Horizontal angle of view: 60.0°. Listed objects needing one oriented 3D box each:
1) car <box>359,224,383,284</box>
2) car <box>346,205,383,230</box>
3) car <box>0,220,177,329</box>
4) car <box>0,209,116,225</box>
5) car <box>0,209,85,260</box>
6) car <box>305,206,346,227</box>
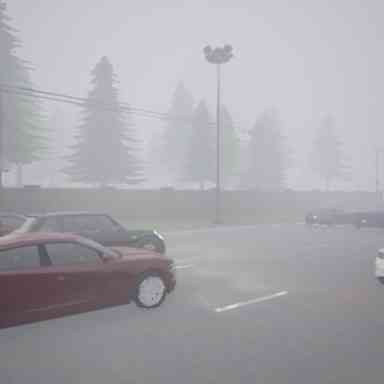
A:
[{"bbox_3d":[6.340,1.580,8.274,4.674,1.442,1.812,0,0,-36],"label":"car"},{"bbox_3d":[12.137,1.598,21.011,5.008,1.535,1.882,0,0,-36],"label":"car"},{"bbox_3d":[-2.614,1.486,6.183,5.008,1.535,1.882,0,0,-36],"label":"car"},{"bbox_3d":[-3.052,1.371,10.170,4.553,1.767,2.097,0,0,-35],"label":"car"},{"bbox_3d":[-6.640,1.486,11.908,5.008,1.535,1.882,0,0,-36],"label":"car"},{"bbox_3d":[10.011,1.684,23.795,4.181,1.385,1.994,0,0,-36],"label":"car"}]
